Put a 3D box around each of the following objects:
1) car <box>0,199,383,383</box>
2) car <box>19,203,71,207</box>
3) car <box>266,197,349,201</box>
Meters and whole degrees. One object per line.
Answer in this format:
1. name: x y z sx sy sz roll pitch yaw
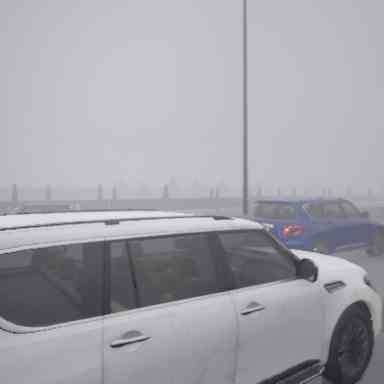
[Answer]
1. car: -0.171 1.215 3.640 5.566 2.045 2.150 0 0 -36
2. car: -7.662 1.340 15.718 4.553 1.767 2.097 0 0 -35
3. car: 4.267 1.185 11.077 5.566 2.045 2.150 0 0 -35
